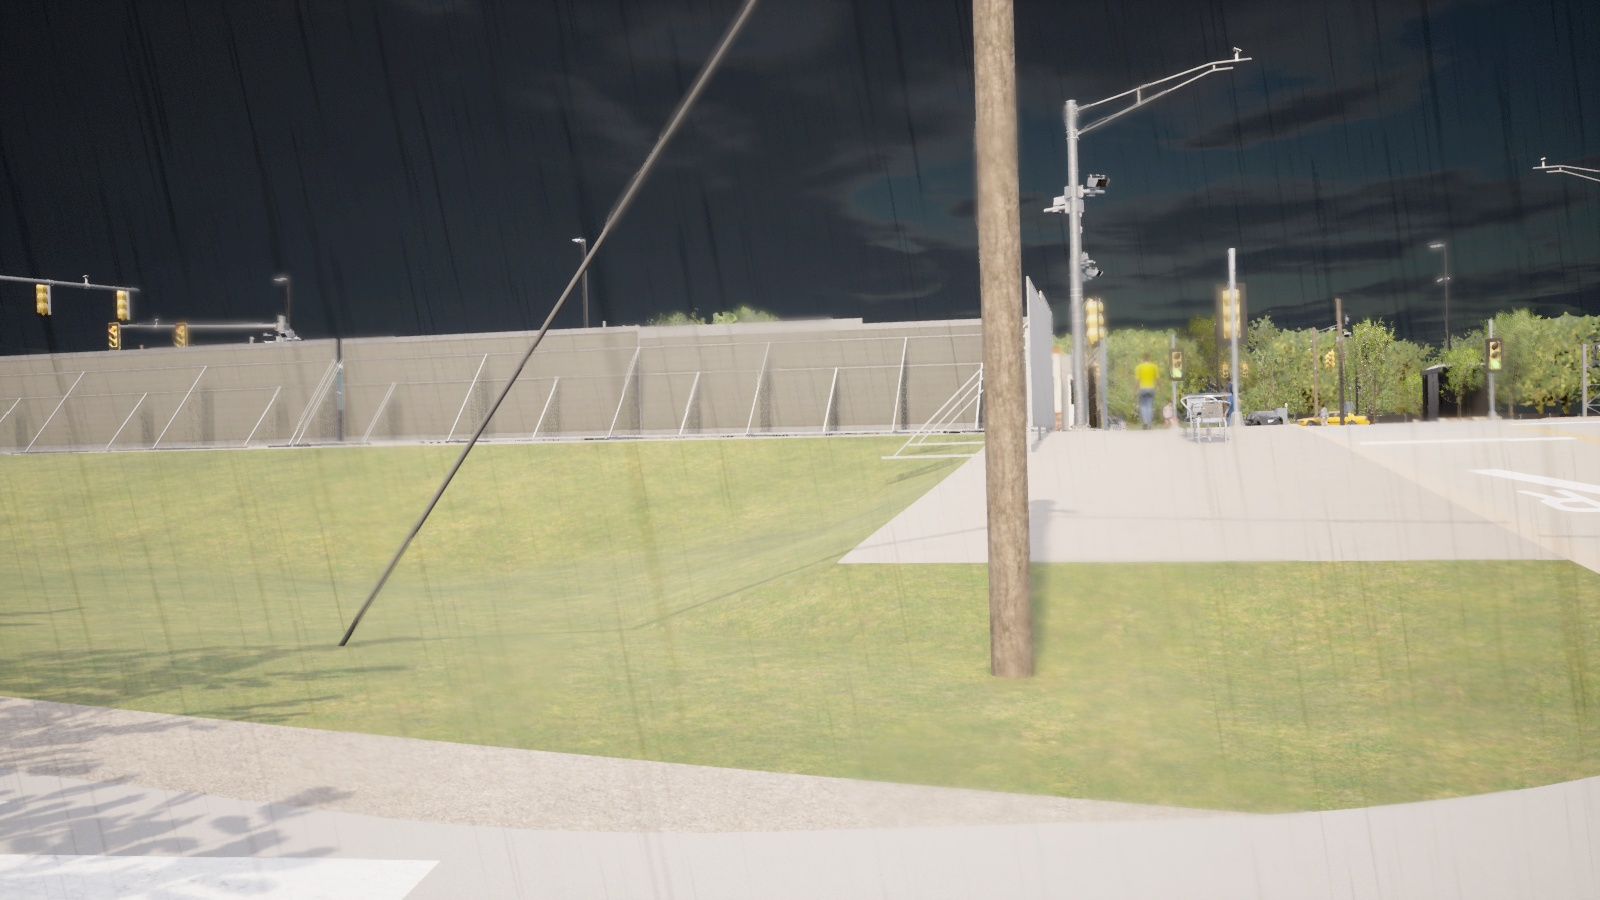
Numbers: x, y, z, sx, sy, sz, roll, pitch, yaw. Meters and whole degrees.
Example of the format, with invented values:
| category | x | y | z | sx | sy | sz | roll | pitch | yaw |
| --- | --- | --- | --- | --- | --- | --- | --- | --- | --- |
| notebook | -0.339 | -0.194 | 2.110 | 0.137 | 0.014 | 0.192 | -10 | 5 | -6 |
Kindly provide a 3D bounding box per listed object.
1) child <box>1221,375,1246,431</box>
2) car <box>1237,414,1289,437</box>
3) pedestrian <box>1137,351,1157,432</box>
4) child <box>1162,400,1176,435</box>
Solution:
| category | x | y | z | sx | sy | sz | roll | pitch | yaw |
| --- | --- | --- | --- | --- | --- | --- | --- | --- | --- |
| child | 10.040 | -1.089 | 29.094 | 0.437 | 1.263 | 0.270 | -1 | 0 | -5 |
| car | 31.360 | -1.671 | 85.206 | 2.163 | 1.488 | 4.792 | -1 | 1 | 7 |
| pedestrian | 8.031 | -1.345 | 29.060 | 0.354 | 1.836 | 0.706 | -1 | 0 | 11 |
| child | 11.925 | -1.035 | 40.578 | 0.255 | 1.110 | 0.394 | -1 | 0 | -15 |
